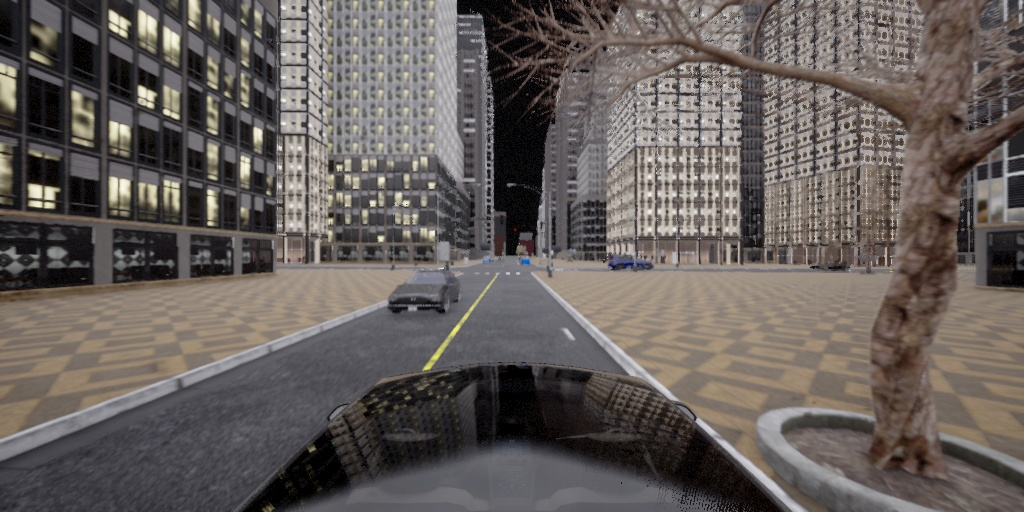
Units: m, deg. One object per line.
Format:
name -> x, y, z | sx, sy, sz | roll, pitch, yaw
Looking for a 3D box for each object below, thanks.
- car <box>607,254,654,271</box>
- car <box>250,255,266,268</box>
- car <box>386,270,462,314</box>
car -> 14.730, 0.843, 44.693 | 5.566, 2.045, 2.150 | 0, 0, -1
car -> -33.236, 0.486, 43.695 | 5.566, 2.045, 2.150 | 2, 0, -1
car -> -3.098, 1.262, 13.850 | 2.033, 1.411, 5.357 | 0, 0, 0
